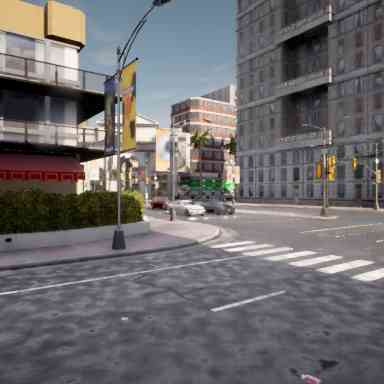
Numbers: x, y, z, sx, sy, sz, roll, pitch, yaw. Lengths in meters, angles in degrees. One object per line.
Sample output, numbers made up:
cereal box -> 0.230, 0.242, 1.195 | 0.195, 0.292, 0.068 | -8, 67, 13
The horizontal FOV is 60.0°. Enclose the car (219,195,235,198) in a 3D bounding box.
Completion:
car -> 9.006, 1.500, 85.629 | 4.892, 1.490, 1.837 | 0, 0, -35

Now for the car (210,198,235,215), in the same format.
car -> 2.449, 1.564, 33.837 | 1.994, 1.385, 4.181 | 0, 0, -35

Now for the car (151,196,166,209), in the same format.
car -> -3.417, 1.352, 42.211 | 2.097, 1.767, 4.553 | 0, 0, -35

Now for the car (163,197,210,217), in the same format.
car -> -0.623, 1.526, 32.117 | 1.812, 1.442, 4.674 | 0, 0, -35
